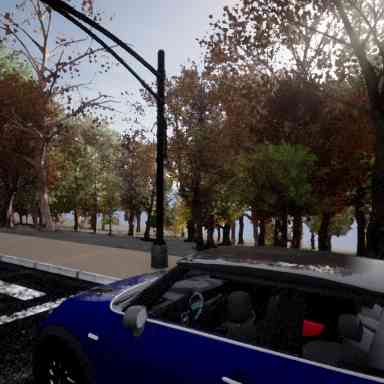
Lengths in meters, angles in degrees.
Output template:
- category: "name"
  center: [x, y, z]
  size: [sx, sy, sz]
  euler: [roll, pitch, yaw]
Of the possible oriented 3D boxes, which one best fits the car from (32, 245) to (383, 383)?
- category: "car"
  center: [0.432, 1.352, 3.349]
  size: [4.553, 1.767, 2.097]
  euler: [0, 0, 34]
